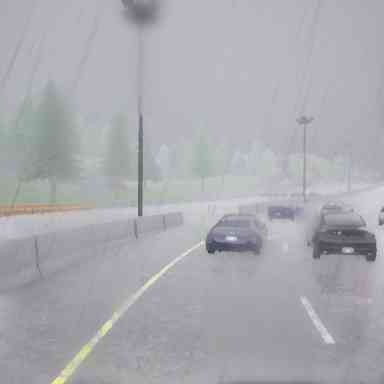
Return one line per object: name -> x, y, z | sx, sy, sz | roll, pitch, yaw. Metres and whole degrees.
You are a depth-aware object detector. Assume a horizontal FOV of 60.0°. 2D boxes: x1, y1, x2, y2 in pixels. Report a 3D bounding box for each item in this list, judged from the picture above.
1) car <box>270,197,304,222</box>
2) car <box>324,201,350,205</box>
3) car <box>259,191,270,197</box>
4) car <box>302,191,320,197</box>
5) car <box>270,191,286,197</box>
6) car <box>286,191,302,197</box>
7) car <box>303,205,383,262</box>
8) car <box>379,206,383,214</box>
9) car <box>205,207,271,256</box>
car -> 7.329, 1.383, 25.359 | 1.882, 1.535, 5.008 | 0, 0, 32
car -> 10.303, 1.389, 23.514 | 2.128, 1.511, 4.902 | 0, 0, 32
car -> 17.115, 0.511, 76.753 | 1.994, 1.385, 4.181 | 0, 2, 35
car -> 25.767, 0.482, 70.804 | 2.033, 1.411, 5.357 | 0, 2, 35
car -> 19.998, 0.478, 74.769 | 2.128, 1.511, 4.902 | 0, 2, 35
car -> 22.867, 0.544, 72.763 | 1.895, 1.301, 4.718 | 0, 2, 35
car -> 5.233, 1.446, 12.057 | 1.837, 1.490, 4.892 | 0, 0, 16
car -> 13.293, 1.502, 21.694 | 1.895, 1.301, 4.718 | 0, 0, 32
car -> 1.867, 1.518, 13.016 | 1.994, 1.385, 4.181 | 0, 0, 16
